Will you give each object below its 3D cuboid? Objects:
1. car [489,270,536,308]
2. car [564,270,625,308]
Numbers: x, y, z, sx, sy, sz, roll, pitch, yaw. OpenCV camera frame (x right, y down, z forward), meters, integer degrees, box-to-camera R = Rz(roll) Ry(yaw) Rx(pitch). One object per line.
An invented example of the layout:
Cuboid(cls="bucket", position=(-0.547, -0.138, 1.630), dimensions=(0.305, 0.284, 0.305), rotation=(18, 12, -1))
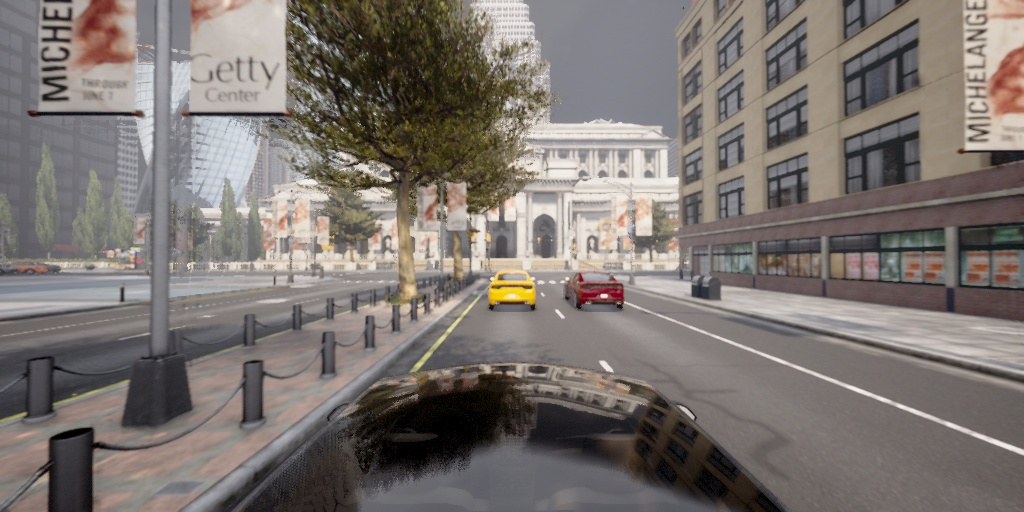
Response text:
Cuboid(cls="car", position=(0.022, 1.382, 16.063), dimensions=(1.882, 1.535, 5.008), rotation=(0, 0, 0))
Cuboid(cls="car", position=(3.522, 1.382, 16.077), dimensions=(1.882, 1.535, 5.008), rotation=(0, 0, 0))
